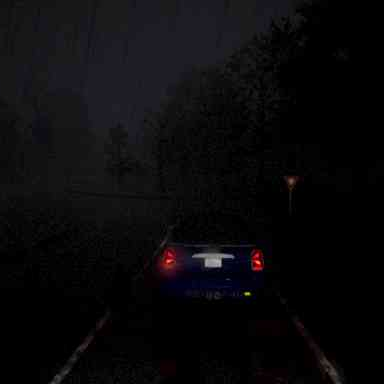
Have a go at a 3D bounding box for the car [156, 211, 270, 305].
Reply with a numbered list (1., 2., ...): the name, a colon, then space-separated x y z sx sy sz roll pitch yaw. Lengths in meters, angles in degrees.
1. car: 0.455 1.224 7.991 2.097 1.767 4.553 0 1 2

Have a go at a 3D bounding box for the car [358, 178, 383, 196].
1. car: 16.719 -0.621 31.346 1.882 1.535 5.008 6 9 38

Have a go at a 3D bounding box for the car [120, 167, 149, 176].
1. car: -10.221 -3.591 58.829 4.892 1.490 1.837 -3 6 -29

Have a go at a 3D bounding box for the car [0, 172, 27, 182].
1. car: -25.123 -2.076 45.921 4.181 1.385 1.994 -2 7 -15

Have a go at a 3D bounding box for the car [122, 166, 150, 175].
1. car: -10.511 -3.988 62.369 4.892 1.490 1.837 -3 6 -26
